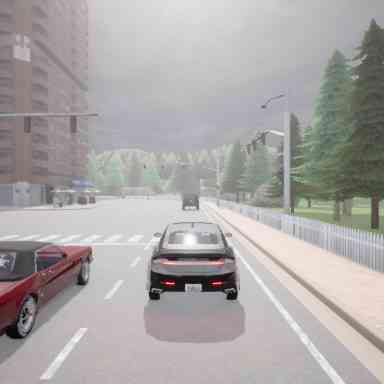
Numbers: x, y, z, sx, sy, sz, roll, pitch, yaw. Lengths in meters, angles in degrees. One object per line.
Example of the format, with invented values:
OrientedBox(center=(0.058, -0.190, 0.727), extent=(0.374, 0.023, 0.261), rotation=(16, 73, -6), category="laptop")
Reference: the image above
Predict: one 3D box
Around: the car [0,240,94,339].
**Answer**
OrientedBox(center=(-3.449, 1.601, 6.502), extent=(1.895, 1.301, 4.718), rotation=(0, 0, 0), category="car")

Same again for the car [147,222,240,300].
OrientedBox(center=(0.024, 1.492, 8.350), extent=(2.128, 1.511, 4.902), rotation=(0, 0, 0), category="car")

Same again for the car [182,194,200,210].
OrientedBox(center=(-0.173, 1.221, 43.798), extent=(2.150, 2.045, 5.566), rotation=(0, 0, -1), category="car")
